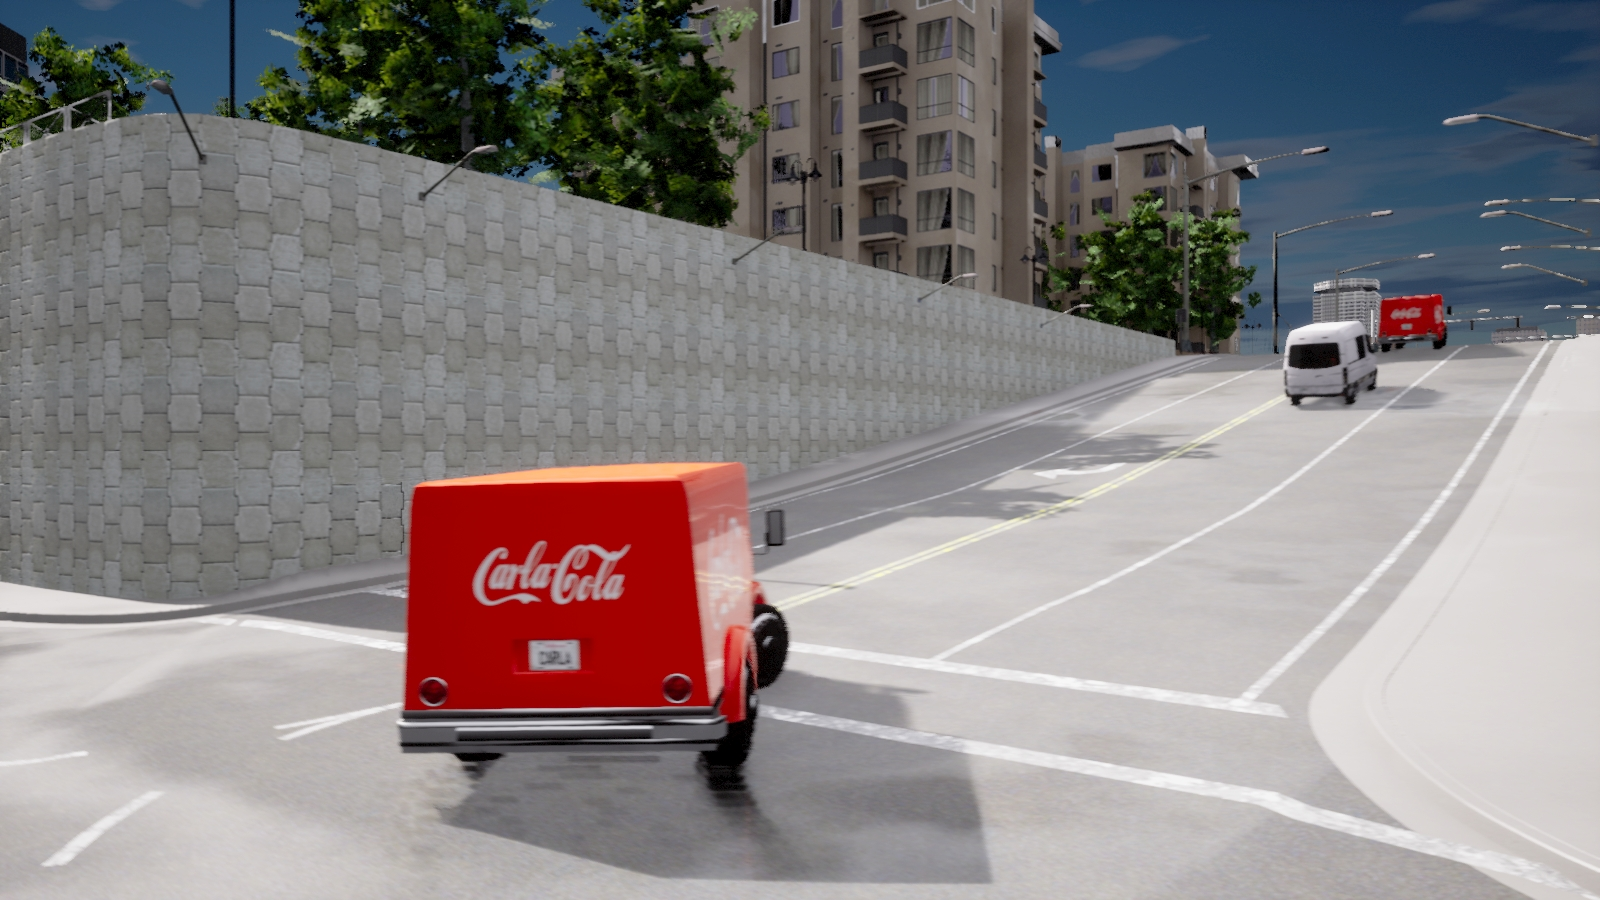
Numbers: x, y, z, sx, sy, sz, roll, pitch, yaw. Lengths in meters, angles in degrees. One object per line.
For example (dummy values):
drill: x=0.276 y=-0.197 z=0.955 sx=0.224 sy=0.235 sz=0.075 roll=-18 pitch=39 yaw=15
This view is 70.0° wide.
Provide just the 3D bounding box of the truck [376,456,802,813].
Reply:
truck: x=-1.547 y=1.373 z=10.892 sx=2.627 sy=2.467 sz=5.204 roll=-2 pitch=0 yaw=5

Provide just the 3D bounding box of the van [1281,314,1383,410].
van: x=18.295 y=-3.074 z=39.127 sx=1.988 sy=2.561 sz=5.915 roll=0 pitch=10 yaw=36

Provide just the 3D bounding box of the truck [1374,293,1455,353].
truck: x=28.908 y=-5.977 z=53.623 sx=2.627 sy=2.467 sz=5.204 roll=0 pitch=7 yaw=36
